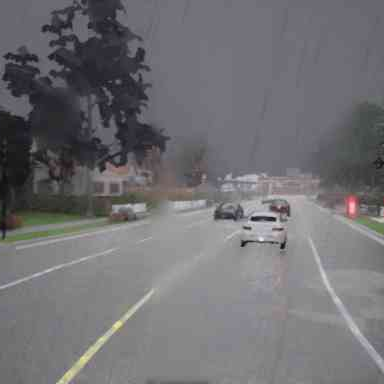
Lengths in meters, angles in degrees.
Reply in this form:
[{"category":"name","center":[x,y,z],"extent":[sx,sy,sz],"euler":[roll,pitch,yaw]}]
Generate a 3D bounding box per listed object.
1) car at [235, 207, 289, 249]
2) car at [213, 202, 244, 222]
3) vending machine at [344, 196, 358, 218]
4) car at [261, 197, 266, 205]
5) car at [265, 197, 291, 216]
[{"category":"car","center":[3.327,1.599,15.098],"extent":[1.812,1.442,4.674],"euler":[1,0,16]},{"category":"car","center":[3.089,1.578,27.356],"extent":[1.882,1.535,5.008],"euler":[1,0,17]},{"category":"vending machine","center":[15.698,1.464,32.865],"extent":[1.100,2.100,0.880],"euler":[1,0,17]},{"category":"car","center":[15.010,1.807,66.732],"extent":[1.882,1.535,5.008],"euler":[1,0,17]},{"category":"car","center":[9.204,1.546,34.855],"extent":[2.097,1.767,4.553],"euler":[1,0,17]}]
